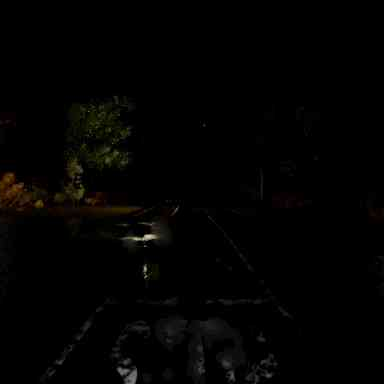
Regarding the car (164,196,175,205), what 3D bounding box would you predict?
[{"bbox_3d":[-3.963,1.534,60.122,1.837,1.490,4.892,0,0,-1],"label":"car"}]
